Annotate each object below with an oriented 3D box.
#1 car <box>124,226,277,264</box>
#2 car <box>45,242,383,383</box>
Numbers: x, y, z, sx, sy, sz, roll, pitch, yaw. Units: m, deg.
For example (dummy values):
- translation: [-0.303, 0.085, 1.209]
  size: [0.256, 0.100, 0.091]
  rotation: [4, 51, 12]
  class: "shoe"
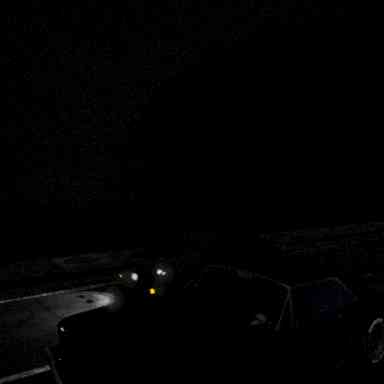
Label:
- translation: [0.447, 1.551, 7.995]
  size: [4.181, 1.385, 1.994]
  rotation: [0, 0, -35]
  class: "car"
- translation: [0.770, 1.593, 4.234]
  size: [4.718, 1.301, 1.895]
  rotation: [0, 0, -35]
  class: "car"
